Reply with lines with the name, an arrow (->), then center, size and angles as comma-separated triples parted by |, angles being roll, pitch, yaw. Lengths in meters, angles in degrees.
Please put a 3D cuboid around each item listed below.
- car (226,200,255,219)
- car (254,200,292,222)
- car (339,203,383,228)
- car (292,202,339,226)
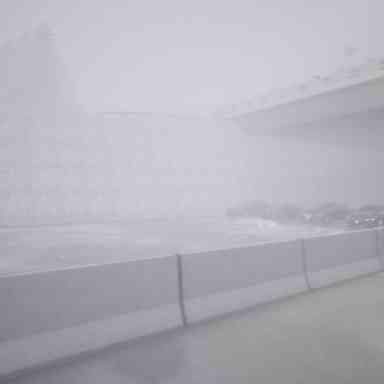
car -> 5.191, 1.488, 29.182 | 5.008, 1.535, 1.882 | 0, 0, -35
car -> 7.352, 1.576, 26.425 | 4.181, 1.385, 1.994 | 0, 0, -35
car -> 11.588, 1.519, 20.848 | 4.892, 1.490, 1.837 | 0, 0, -35
car -> 9.766, 1.505, 23.847 | 4.902, 1.511, 2.128 | 0, 0, -35
